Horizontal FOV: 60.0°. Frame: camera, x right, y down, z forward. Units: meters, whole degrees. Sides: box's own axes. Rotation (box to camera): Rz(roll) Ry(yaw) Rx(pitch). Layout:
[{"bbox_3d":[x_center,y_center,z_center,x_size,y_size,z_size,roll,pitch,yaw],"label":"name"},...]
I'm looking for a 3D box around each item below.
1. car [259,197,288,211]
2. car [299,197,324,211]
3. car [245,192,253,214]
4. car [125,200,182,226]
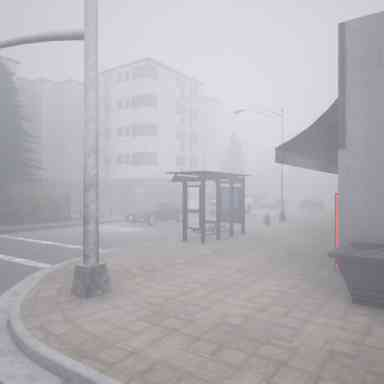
[{"bbox_3d":[9.521,1.301,38.562,1.882,1.535,5.008,0,0,36],"label":"car"},{"bbox_3d":[13.751,1.329,38.192,1.837,1.490,4.892,0,0,36],"label":"car"},{"bbox_3d":[3.578,1.045,30.347,2.150,2.045,5.566,0,0,36],"label":"car"},{"bbox_3d":[-2.307,1.328,22.164,1.837,1.490,4.892,0,0,36],"label":"car"}]
